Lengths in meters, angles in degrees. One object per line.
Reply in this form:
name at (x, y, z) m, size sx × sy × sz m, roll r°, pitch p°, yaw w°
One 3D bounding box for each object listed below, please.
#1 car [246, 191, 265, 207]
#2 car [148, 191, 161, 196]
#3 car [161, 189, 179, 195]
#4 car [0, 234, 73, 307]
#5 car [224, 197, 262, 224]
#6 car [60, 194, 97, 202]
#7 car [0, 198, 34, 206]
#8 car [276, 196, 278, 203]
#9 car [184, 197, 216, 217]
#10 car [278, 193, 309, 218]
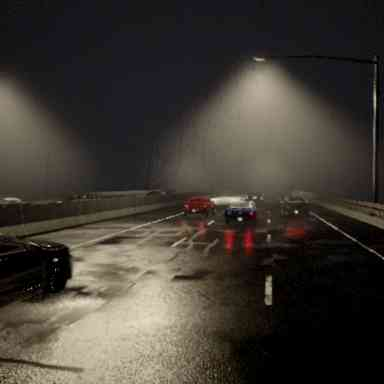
car at (7.351, 0.701, 38.691) m, size 2.097 × 1.767 × 4.553 m, roll 0°, pitch 1°, yaw 13°
car at (-7.533, 0.400, 67.679) m, size 1.994 × 1.385 × 4.181 m, roll 0°, pitch 1°, yaw 13°
car at (-4.118, 0.241, 66.907) m, size 2.097 × 1.767 × 4.553 m, roll 0°, pitch 1°, yaw 13°
car at (-3.977, 1.376, 5.666) m, size 2.128 × 1.511 × 4.902 m, roll 0°, pitch 1°, yaw 13°
car at (3.309, 1.237, 21.431) m, size 1.895 × 1.301 × 4.718 m, roll 0°, pitch 1°, yaw 13°
car at (-9.660, 0.981, 28.321) m, size 1.837 × 1.490 × 4.892 m, roll 0°, pitch 1°, yaw 13°
car at (-14.105, 1.126, 24.699) m, size 1.895 × 1.301 × 4.718 m, roll 0°, pitch 1°, yaw 13°
car at (11.767, 0.848, 42.258) m, size 2.033 × 1.411 × 5.357 m, roll 0°, pitch 1°, yaw 13°
car at (0.670, 1.083, 25.510) m, size 1.812 × 1.442 × 4.674 m, roll 0°, pitch 1°, yaw 13°
car at (7.848, 1.086, 25.506) m, size 1.837 × 1.490 × 4.892 m, roll 0°, pitch 1°, yaw 13°
